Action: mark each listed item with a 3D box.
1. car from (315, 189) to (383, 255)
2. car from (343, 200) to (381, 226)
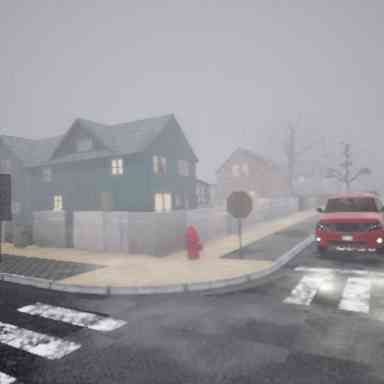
[{"bbox_3d":[6.323,1.091,13.092,2.150,2.045,5.566,-3,-1,29],"label":"car"},{"bbox_3d":[11.148,1.297,21.646,1.994,1.385,4.181,-3,-1,30],"label":"car"}]
